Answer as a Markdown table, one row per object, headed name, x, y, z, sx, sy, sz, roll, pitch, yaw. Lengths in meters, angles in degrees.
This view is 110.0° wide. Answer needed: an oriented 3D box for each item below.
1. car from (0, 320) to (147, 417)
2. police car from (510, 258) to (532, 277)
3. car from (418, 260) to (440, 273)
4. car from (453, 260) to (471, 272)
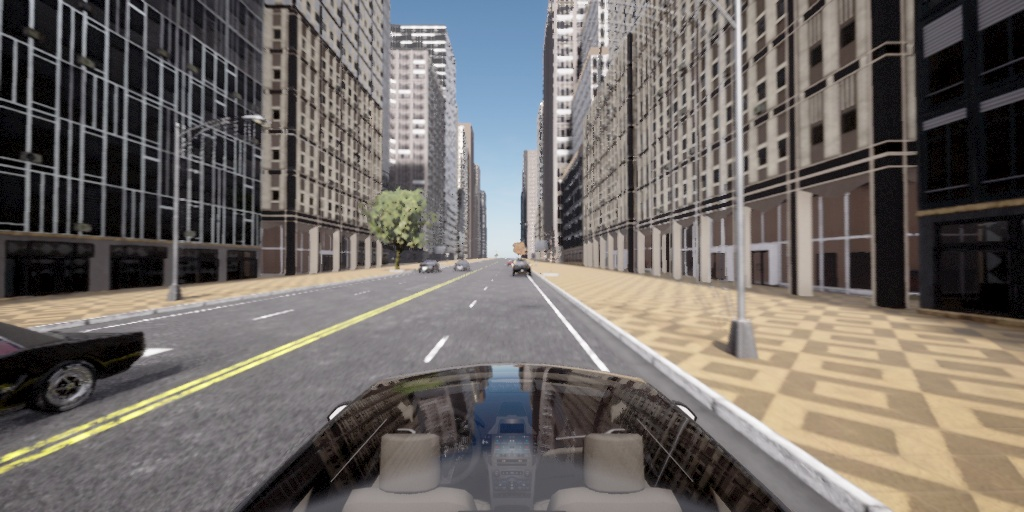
| name | x | y | z | sx | sy | sz | roll | pitch | yaw |
| --- | --- | --- | --- | --- | --- | --- | --- | --- | --- |
| car | -6.599 | 1.351 | 3.275 | 1.895 | 1.301 | 4.718 | 0 | 0 | 0 |
| police car | 0.967 | 1.192 | 36.446 | 1.930 | 1.638 | 5.238 | 0 | 0 | 0 |
| car | -9.834 | 1.261 | 42.851 | 2.128 | 1.511 | 4.902 | 0 | 0 | 0 |
| car | -6.560 | 1.298 | 47.387 | 1.812 | 1.442 | 4.674 | 0 | 0 | 0 |
